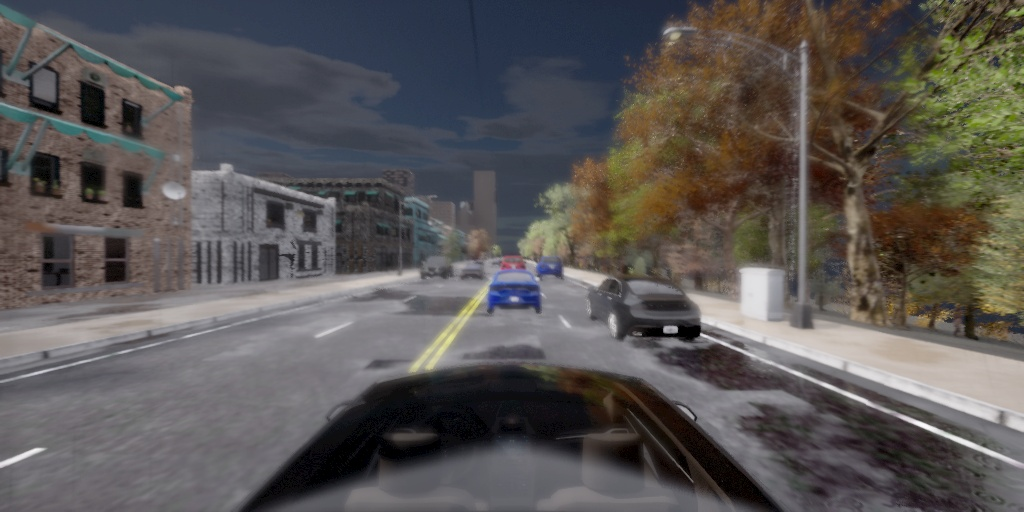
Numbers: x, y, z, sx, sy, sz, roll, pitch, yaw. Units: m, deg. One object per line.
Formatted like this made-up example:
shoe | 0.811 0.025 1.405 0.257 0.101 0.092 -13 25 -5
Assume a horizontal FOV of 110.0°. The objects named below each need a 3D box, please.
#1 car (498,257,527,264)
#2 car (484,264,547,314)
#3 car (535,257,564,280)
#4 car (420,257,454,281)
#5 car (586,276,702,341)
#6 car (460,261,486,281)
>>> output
car | 0.145 1.072 32.471 2.150 2.045 5.566 0 0 0
car | 0.108 1.268 14.152 1.882 1.535 5.008 0 0 0
car | 3.395 1.075 32.525 2.150 2.045 5.566 0 0 0
car | -6.554 1.064 32.074 2.150 2.045 5.566 0 0 0
car | 3.343 1.286 9.951 1.837 1.490 4.892 0 0 0
car | -3.305 1.392 31.479 2.033 1.411 5.357 0 0 0
